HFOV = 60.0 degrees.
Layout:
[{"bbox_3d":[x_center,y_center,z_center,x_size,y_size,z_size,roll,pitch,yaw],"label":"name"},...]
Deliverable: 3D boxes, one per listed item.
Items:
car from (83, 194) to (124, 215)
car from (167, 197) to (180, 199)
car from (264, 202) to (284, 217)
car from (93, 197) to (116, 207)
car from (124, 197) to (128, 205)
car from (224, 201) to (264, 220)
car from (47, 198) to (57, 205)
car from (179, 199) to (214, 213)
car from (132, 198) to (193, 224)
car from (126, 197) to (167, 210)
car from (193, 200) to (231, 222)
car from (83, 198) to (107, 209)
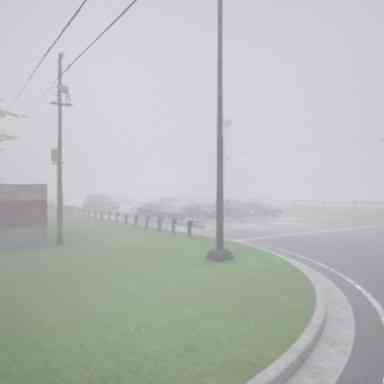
[{"bbox_3d":[-9.603,1.229,34.925,2.150,2.045,5.566,0,0,-37],"label":"car"},{"bbox_3d":[-2.032,1.368,36.419,2.097,1.767,4.553,0,0,-36],"label":"car"},{"bbox_3d":[5.991,1.566,31.295,2.033,1.411,5.357,0,0,-36],"label":"car"},{"bbox_3d":[-14.000,1.520,53.049,1.837,1.490,4.892,0,-1,-35],"label":"car"},{"bbox_3d":[-10.301,1.524,53.886,1.837,1.490,4.892,0,-1,-35],"label":"car"},{"bbox_3d":[3.419,1.507,28.879,2.128,1.511,4.902,0,0,-36],"label":"car"},{"bbox_3d":[-22.037,1.609,52.277,1.895,1.301,4.718,0,0,-35],"label":"car"},{"bbox_3d":[0.437,1.582,38.986,1.994,1.385,4.181,0,0,-35],"label":"car"},{"bbox_3d":[-2.359,1.487,24.921,1.882,1.535,5.008,0,0,-36],"label":"car"},{"bbox_3d":[-4.668,1.538,34.089,1.812,1.442,4.674,0,0,-36],"label":"car"},{"bbox_3d":[0.651,1.614,26.732,1.895,1.301,4.718,0,0,-36],"label":"car"},{"bbox_3d":[-13.659,1.537,46.553,1.812,1.442,4.674,0,0,-36],"label":"car"}]
